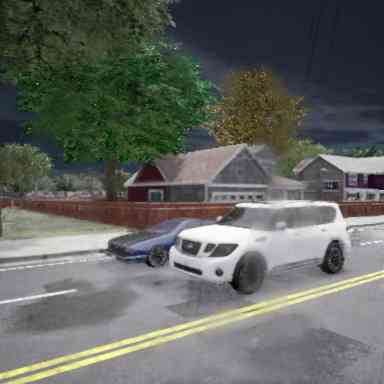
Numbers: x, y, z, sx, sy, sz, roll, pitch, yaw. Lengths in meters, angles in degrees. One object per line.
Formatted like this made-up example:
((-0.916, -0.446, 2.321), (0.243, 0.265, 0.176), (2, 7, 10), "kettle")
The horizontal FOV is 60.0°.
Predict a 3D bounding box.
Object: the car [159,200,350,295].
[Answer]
((2.116, 1.268, 9.187), (5.566, 2.045, 2.150), (1, 0, -35), "car")

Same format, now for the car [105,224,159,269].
((-0.176, 1.591, 11.544), (5.357, 1.411, 2.033), (1, 0, -35), "car")
